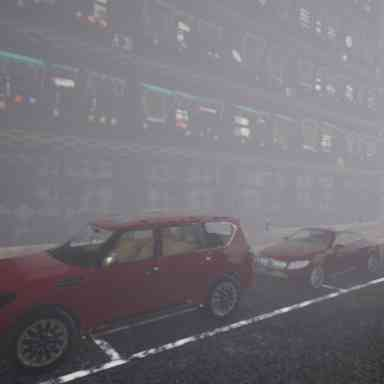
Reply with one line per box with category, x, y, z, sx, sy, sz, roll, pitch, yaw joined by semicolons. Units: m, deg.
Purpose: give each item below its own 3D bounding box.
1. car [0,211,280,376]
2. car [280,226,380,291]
car;-1.064;1.323;5.786;5.009;1.841;2.192;0;1;-36
car;3.545;1.608;9.090;4.206;1.307;1.802;0;1;-36
